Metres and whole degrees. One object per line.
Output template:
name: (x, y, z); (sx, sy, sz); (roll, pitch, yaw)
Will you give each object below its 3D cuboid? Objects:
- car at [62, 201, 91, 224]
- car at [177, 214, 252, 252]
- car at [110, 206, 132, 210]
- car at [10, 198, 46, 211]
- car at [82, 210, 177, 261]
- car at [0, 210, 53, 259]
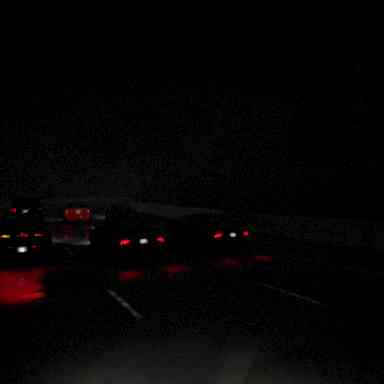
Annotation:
car: (-9.565, 1.585, 27.543); (2.097, 1.767, 4.553); (0, -1, -22)
car: (0.395, 1.665, 14.627); (2.033, 1.411, 5.357); (0, 0, -27)
car: (-6.180, 1.837, 28.492); (1.895, 1.301, 4.718); (0, 0, -22)
car: (-12.395, 1.441, 25.198); (2.150, 2.045, 5.566); (0, 0, -23)
car: (-2.690, 1.656, 12.972); (2.033, 1.411, 5.357); (0, 0, -27)
car: (-6.370, 1.610, 12.518); (1.837, 1.490, 4.892); (0, -2, -27)
